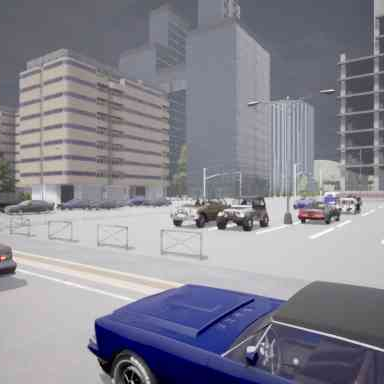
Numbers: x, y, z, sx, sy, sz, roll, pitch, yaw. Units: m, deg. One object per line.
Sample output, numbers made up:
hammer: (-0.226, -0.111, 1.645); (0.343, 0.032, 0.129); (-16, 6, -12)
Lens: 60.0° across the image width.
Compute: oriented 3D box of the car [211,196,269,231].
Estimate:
car: (3.042, 1.156, 19.256); (1.905, 1.878, 3.866); (0, 0, 34)

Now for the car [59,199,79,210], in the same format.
car: (-14.522, 1.547, 42.513); (2.033, 1.411, 5.357); (0, 0, 34)

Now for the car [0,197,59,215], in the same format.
car: (-16.284, 1.526, 33.566); (1.812, 1.442, 4.674); (0, 0, 34)

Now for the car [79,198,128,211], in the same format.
car: (-10.954, 1.547, 41.538); (2.033, 1.411, 5.357); (0, 0, 34)

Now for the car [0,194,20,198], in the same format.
car: (-20.232, 1.222, 34.003); (2.150, 2.045, 5.566); (0, 0, 34)

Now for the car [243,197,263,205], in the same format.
car: (11.381, 1.601, 61.926); (1.895, 1.301, 4.718); (0, 0, 35)

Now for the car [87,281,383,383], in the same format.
car: (1.154, 1.601, 3.167); (4.718, 1.301, 1.895); (0, 0, 35)

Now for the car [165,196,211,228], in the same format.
car: (0.675, 1.153, 20.922); (1.932, 1.855, 4.605); (0, 0, 34)

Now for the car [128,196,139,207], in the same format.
car: (-8.846, 1.352, 50.909); (2.097, 1.767, 4.553); (0, 0, 35)

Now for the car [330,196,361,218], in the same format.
car: (15.066, 1.395, 32.211); (1.970, 1.475, 3.806); (0, 0, 34)

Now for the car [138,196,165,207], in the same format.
car: (-5.162, 1.547, 50.154); (2.033, 1.411, 5.357); (0, 0, 34)

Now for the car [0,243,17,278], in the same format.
car: (-6.692, 1.547, 8.682); (5.357, 1.411, 2.033); (0, 0, 35)
